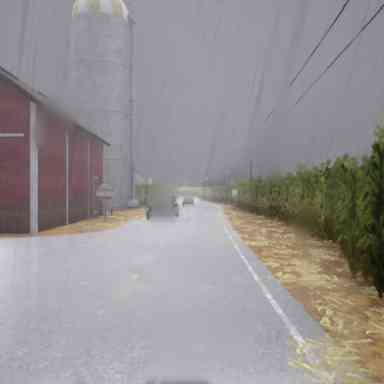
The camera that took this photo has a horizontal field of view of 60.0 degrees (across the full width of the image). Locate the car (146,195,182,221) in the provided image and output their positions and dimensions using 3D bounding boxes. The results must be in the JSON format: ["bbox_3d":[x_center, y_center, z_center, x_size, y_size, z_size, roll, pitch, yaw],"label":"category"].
[{"bbox_3d":[-2.352,1.325,27.833,2.150,2.045,5.566,0,2,3],"label":"car"}]

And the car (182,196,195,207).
[{"bbox_3d":[-0.566,1.436,53.132,1.837,1.490,4.892,0,0,1],"label":"car"}]
